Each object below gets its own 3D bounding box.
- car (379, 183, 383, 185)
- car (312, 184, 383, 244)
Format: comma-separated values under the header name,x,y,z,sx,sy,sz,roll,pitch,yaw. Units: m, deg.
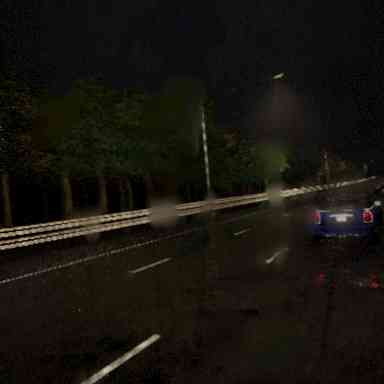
name,x,y,z,sx,sy,sz,roll,pitch,yaw
car,25.615,-0.554,44.507,1.895,1.301,4.718,-5,0,32
car,6.087,0.832,12.876,2.097,1.767,4.553,-5,0,32
